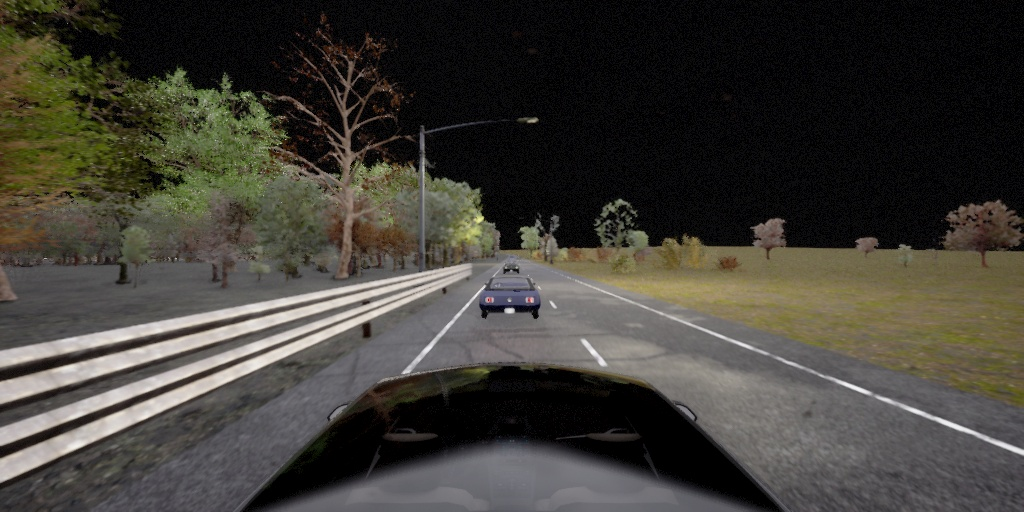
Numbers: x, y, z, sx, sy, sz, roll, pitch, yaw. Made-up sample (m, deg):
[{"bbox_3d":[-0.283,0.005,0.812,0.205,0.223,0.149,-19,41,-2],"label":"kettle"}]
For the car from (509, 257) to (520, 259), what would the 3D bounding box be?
[{"bbox_3d":[-0.068,1.318,65.232,1.895,1.301,4.718,0,0,0],"label":"car"}]

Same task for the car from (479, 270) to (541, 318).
[{"bbox_3d":[-0.063,1.351,12.987,1.895,1.301,4.718,0,0,0],"label":"car"}]

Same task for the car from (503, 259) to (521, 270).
[{"bbox_3d":[-0.065,1.340,42.250,1.895,1.301,4.718,0,0,0],"label":"car"}]
